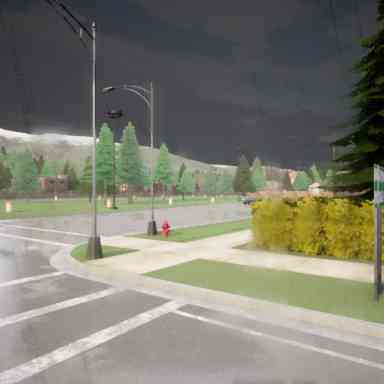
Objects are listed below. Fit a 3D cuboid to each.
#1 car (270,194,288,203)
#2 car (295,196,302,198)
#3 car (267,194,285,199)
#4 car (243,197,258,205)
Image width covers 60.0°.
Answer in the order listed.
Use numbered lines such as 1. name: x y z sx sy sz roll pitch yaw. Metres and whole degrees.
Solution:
1. car: 17.716 1.353 67.566 2.097 1.767 4.553 0 0 36
2. car: 21.428 1.547 66.725 2.033 1.411 5.357 0 0 36
3. car: 13.866 1.526 56.286 1.812 1.442 4.674 0 0 36
4. car: 10.718 1.601 57.906 1.895 1.301 4.718 0 0 36
